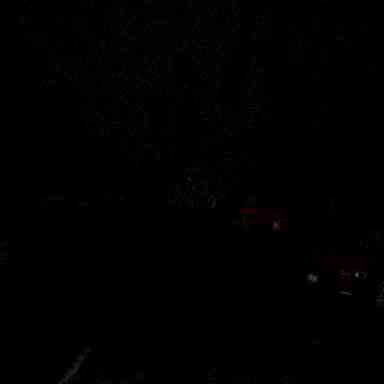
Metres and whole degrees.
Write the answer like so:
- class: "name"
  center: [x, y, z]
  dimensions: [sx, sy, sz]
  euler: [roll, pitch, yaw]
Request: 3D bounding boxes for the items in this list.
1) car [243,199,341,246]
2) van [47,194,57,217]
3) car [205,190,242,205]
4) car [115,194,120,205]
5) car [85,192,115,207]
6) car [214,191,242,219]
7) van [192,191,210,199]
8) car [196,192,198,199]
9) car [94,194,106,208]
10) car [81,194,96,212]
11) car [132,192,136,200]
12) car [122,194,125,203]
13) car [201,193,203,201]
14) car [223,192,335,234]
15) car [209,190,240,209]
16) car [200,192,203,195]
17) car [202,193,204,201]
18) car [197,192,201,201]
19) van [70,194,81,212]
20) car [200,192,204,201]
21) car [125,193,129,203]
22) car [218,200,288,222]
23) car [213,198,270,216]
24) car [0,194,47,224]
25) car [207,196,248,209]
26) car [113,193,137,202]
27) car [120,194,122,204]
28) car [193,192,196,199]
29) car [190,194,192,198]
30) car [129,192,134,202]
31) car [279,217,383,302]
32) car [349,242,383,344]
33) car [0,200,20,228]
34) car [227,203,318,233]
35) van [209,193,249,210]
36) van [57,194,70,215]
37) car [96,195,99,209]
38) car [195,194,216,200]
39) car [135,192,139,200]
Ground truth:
- class: "car"
  center: [4.717, 1.320, 13.494]
  dimensions: [4.553, 1.767, 2.185]
  euler: [1, 0, -20]
- class: "van"
  center: [-13.376, 1.187, 26.405]
  dimensions: [4.442, 1.987, 1.878]
  euler: [-1, 0, -20]
- class: "car"
  center: [4.697, 1.109, 34.553]
  dimensions: [5.566, 2.045, 2.435]
  euler: [1, 0, -20]
- class: "car"
  center: [-13.430, 1.327, 47.261]
  dimensions: [5.366, 1.575, 1.946]
  euler: [-1, 0, -20]
- class: "car"
  center: [-13.605, 1.093, 44.206]
  dimensions: [5.566, 2.045, 2.435]
  euler: [-1, 1, -20]
- class: "car"
  center: [4.698, 1.158, 22.504]
  dimensions: [5.566, 2.045, 2.435]
  euler: [1, 1, -20]
- class: "van"
  center: [2.495, 0.887, 91.767]
  dimensions: [4.442, 1.987, 1.878]
  euler: [1, 0, -25]
- class: "car"
  center: [4.025, 1.206, 70.720]
  dimensions: [5.008, 1.535, 2.097]
  euler: [1, 0, -23]
- class: "car"
  center: [-13.533, 1.385, 41.259]
  dimensions: [4.792, 1.488, 2.163]
  euler: [-1, 0, -20]
- class: "car"
  center: [-13.353, 1.373, 35.360]
  dimensions: [5.366, 1.575, 1.946]
  euler: [-1, 0, -20]
- class: "car"
  center: [-13.982, 1.294, 64.996]
  dimensions: [4.792, 1.488, 2.163]
  euler: [-1, 0, -22]
- class: "car"
  center: [-13.654, 1.184, 53.138]
  dimensions: [4.553, 1.767, 2.185]
  euler: [-1, 1, -21]
- class: "car"
  center: [4.555, 1.285, 52.605]
  dimensions: [5.008, 1.535, 2.097]
  euler: [1, 1, -21]
- class: "car"
  center: [4.720, 1.182, 16.490]
  dimensions: [5.566, 2.045, 2.435]
  euler: [1, 1, -20]
- class: "car"
  center: [4.722, 1.134, 28.545]
  dimensions: [5.566, 2.045, 2.435]
  euler: [1, 0, -20]
- class: "car"
  center: [4.412, 1.133, 58.641]
  dimensions: [4.553, 1.767, 2.185]
  euler: [1, 0, -22]
- class: "car"
  center: [4.753, 1.297, 49.663]
  dimensions: [5.366, 1.575, 1.946]
  euler: [1, 0, -21]
- class: "car"
  center: [4.257, 1.232, 64.687]
  dimensions: [5.008, 1.535, 2.097]
  euler: [1, 0, -22]
- class: "van"
  center: [-13.409, 1.163, 32.360]
  dimensions: [4.442, 1.987, 1.878]
  euler: [-1, 0, -20]
- class: "car"
  center: [4.485, 1.273, 55.623]
  dimensions: [4.892, 1.521, 2.231]
  euler: [1, 0, -21]
- class: "car"
  center: [-13.731, 1.299, 56.094]
  dimensions: [5.008, 1.535, 2.097]
  euler: [-1, 1, -21]
- class: "car"
  center: [4.680, 1.426, 25.513]
  dimensions: [4.792, 1.488, 2.163]
  euler: [1, 1, -20]
- class: "car"
  center: [4.685, 1.372, 31.535]
  dimensions: [5.008, 1.535, 2.097]
  euler: [1, 1, -20]
- class: "car"
  center: [-13.498, 1.175, 23.373]
  dimensions: [5.566, 2.045, 2.435]
  euler: [-1, 1, -20]
- class: "car"
  center: [4.655, 1.353, 43.579]
  dimensions: [4.792, 1.488, 2.163]
  euler: [1, 0, -20]
- class: "car"
  center: [-14.309, 1.119, 70.887]
  dimensions: [4.553, 1.767, 2.185]
  euler: [-1, 0, -23]
- class: "car"
  center: [-13.630, 1.322, 50.161]
  dimensions: [4.892, 1.521, 2.231]
  euler: [-1, 1, -21]
- class: "car"
  center: [3.849, 0.941, 73.722]
  dimensions: [5.566, 2.045, 2.435]
  euler: [1, 0, -23]
- class: "car"
  center: [2.860, 1.128, 88.810]
  dimensions: [4.892, 1.521, 2.231]
  euler: [1, 0, -25]
- class: "car"
  center: [-13.932, 1.307, 62.002]
  dimensions: [4.792, 1.488, 2.163]
  euler: [-1, 1, -22]
- class: "car"
  center: [4.756, 1.471, 7.476]
  dimensions: [5.008, 1.535, 2.097]
  euler: [1, 1, -20]
- class: "car"
  center: [4.752, 1.520, 4.451]
  dimensions: [4.674, 1.452, 2.002]
  euler: [1, 1, -20]
- class: "car"
  center: [-13.457, 1.478, 20.412]
  dimensions: [4.674, 1.452, 2.002]
  euler: [-1, 0, -20]
- class: "car"
  center: [4.705, 1.451, 19.501]
  dimensions: [4.792, 1.488, 2.163]
  euler: [1, 1, -20]
- class: "van"
  center: [4.539, 1.109, 40.508]
  dimensions: [4.442, 1.987, 1.878]
  euler: [1, 1, -20]
- class: "van"
  center: [-13.392, 1.175, 29.382]
  dimensions: [4.442, 1.987, 1.878]
  euler: [-1, 0, -20]
- class: "car"
  center: [-13.569, 1.397, 38.256]
  dimensions: [4.792, 1.488, 2.163]
  euler: [-1, 1, -20]
- class: "car"
  center: [3.315, 1.193, 82.785]
  dimensions: [4.674, 1.452, 2.002]
  euler: [1, 1, -24]
- class: "car"
  center: [-14.127, 1.254, 67.937]
  dimensions: [5.008, 1.535, 2.097]
  euler: [-1, 1, -22]
